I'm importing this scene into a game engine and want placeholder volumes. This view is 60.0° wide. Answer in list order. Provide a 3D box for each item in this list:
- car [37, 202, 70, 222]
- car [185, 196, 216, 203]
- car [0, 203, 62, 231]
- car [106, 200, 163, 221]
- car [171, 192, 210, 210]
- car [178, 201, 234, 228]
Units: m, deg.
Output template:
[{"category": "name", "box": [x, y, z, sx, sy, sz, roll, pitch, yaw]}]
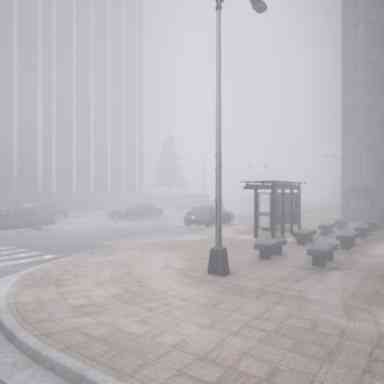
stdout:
[{"category": "car", "box": [-11.283, 1.535, 24.049, 1.837, 1.490, 4.892, 0, 0, 36]}, {"category": "car", "box": [1.740, 1.539, 36.044, 1.837, 1.490, 4.892, 0, 0, 36]}, {"category": "car", "box": [-10.576, 1.582, 18.979, 2.033, 1.411, 5.357, 0, 0, 35]}, {"category": "car", "box": [-4.552, 1.635, 27.378, 1.895, 1.301, 4.718, 0, 0, 36]}, {"category": "car", "box": [0.354, 1.251, 40.081, 2.150, 2.045, 5.566, 0, 0, 37]}, {"category": "car", "box": [1.256, 1.605, 23.089, 1.994, 1.385, 4.181, 0, 0, 36]}]
